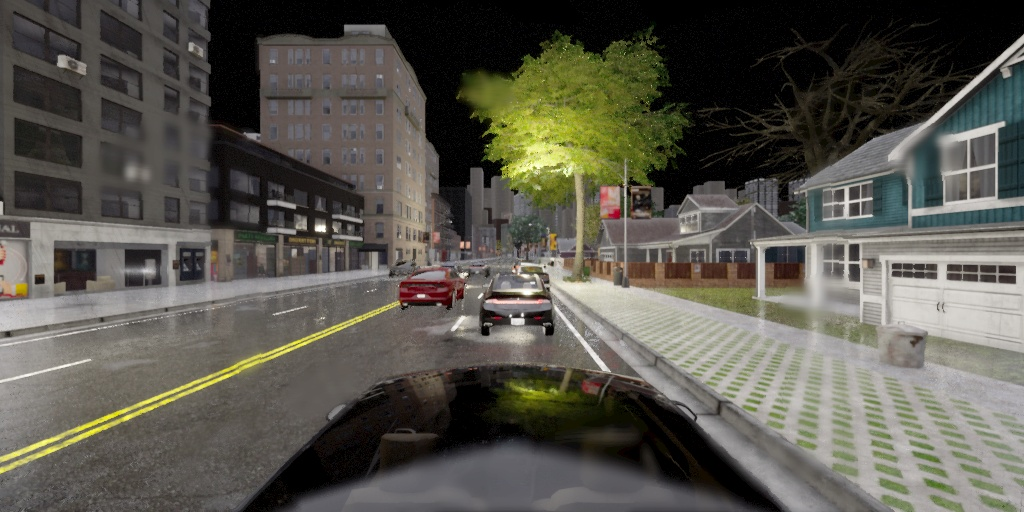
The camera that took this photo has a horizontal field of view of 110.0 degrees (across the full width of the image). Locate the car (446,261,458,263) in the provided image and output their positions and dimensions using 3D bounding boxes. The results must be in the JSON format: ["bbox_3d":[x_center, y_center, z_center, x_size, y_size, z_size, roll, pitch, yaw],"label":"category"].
[{"bbox_3d":[-6.453,1.266,37.789,2.033,1.411,5.357,0,0,0],"label":"car"}]

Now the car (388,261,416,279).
[{"bbox_3d":[-9.723,1.229,32.753,1.837,1.490,4.892,0,0,0],"label":"car"}]

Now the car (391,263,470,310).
[{"bbox_3d":[-3.096,1.220,14.757,1.882,1.535,5.008,0,0,0],"label":"car"}]

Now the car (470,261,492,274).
[{"bbox_3d":[-3.018,1.214,33.669,2.128,1.511,4.902,0,0,0],"label":"car"}]

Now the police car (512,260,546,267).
[{"bbox_3d":[1.052,1.163,20.618,1.930,1.638,5.238,0,0,0],"label":"police car"}]

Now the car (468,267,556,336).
[{"bbox_3d":[0.134,1.238,10.369,2.128,1.511,4.902,0,0,0],"label":"car"}]

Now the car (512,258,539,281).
[{"bbox_3d":[1.093,1.078,30.478,2.097,1.767,4.553,0,0,0],"label":"car"}]
